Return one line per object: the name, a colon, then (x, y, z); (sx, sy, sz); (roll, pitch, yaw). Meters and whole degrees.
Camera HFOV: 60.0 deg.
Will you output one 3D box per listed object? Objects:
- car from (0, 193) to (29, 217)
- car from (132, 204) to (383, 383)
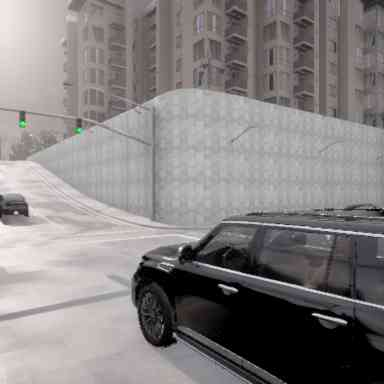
car: (-13.065, 0.859, 23.976); (1.837, 1.490, 4.892); (0, 6, -36)
car: (1.289, 1.215, 4.002); (2.150, 2.045, 5.566); (0, 0, -36)
